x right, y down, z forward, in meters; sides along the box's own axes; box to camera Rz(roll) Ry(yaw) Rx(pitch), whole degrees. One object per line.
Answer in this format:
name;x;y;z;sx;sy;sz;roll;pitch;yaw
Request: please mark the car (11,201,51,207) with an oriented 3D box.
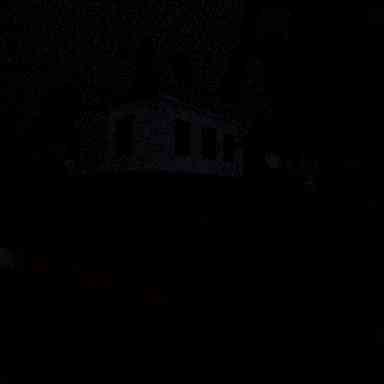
car;-14.724;1.528;29.203;2.033;1.411;5.357;0;0;29
